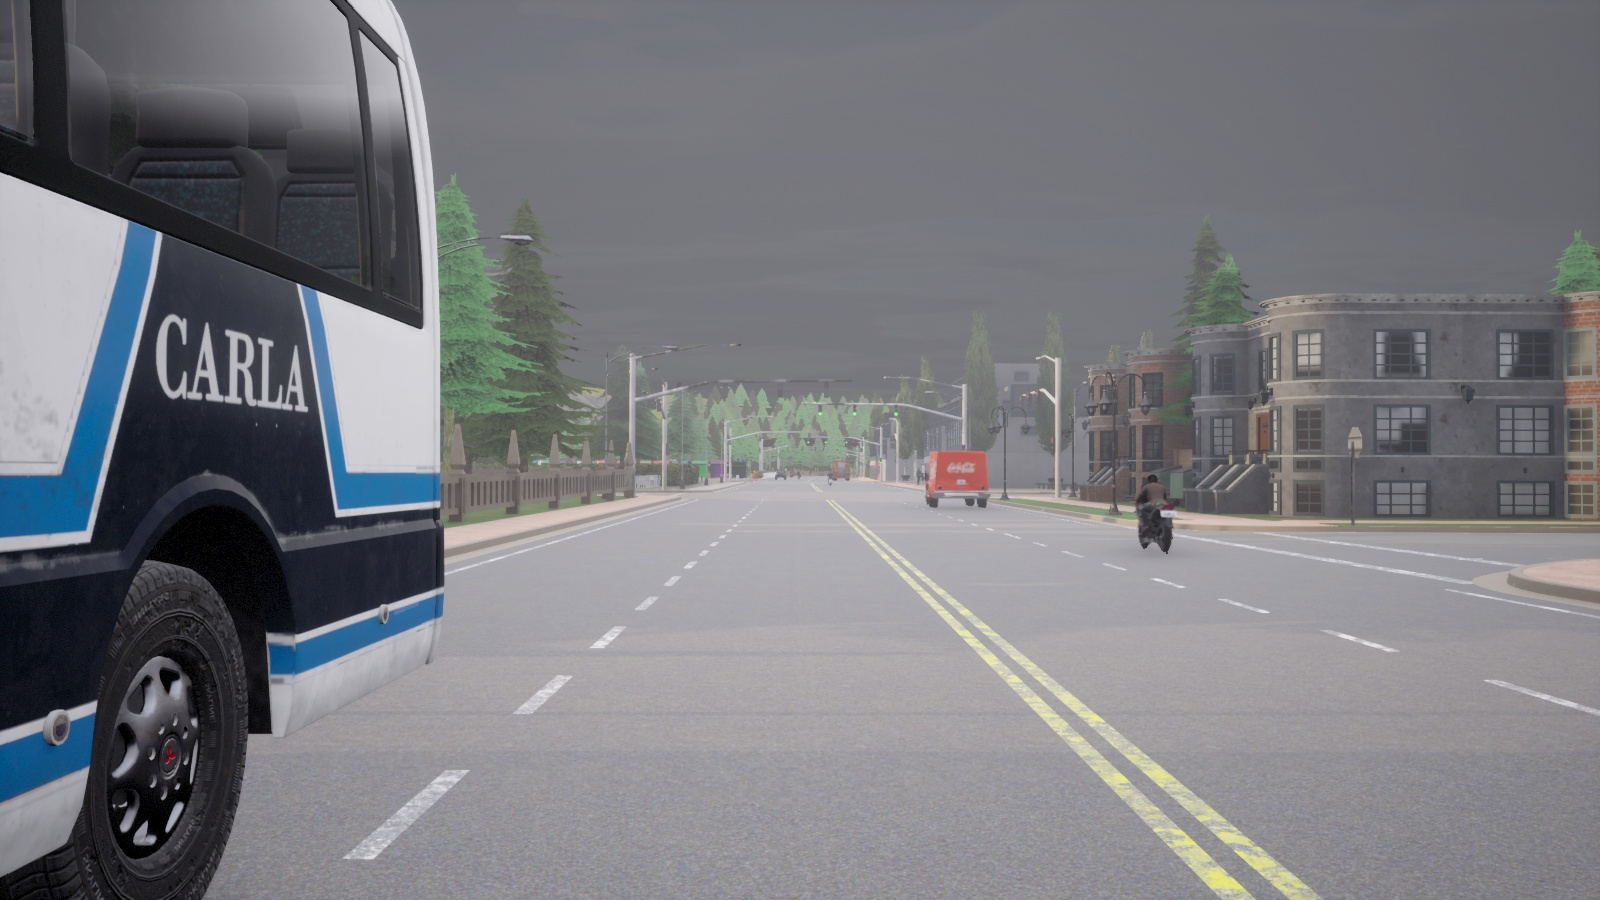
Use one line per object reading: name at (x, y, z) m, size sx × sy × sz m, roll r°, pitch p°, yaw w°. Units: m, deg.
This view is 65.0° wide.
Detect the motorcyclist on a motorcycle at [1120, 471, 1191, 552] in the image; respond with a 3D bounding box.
motorcyclist on a motorcycle at (6.944, 1.182, 24.661) m, size 0.797 × 1.523 × 2.044 m, roll 0°, pitch -1°, yaw 0°

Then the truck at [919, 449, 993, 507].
truck at (6.870, 1.239, 56.050) m, size 2.627 × 2.467 × 5.204 m, roll 0°, pitch -1°, yaw 0°

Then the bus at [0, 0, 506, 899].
bus at (-3.508, -0.523, 1.472) m, size 3.944 × 4.253 × 10.273 m, roll 0°, pitch -1°, yaw 0°
